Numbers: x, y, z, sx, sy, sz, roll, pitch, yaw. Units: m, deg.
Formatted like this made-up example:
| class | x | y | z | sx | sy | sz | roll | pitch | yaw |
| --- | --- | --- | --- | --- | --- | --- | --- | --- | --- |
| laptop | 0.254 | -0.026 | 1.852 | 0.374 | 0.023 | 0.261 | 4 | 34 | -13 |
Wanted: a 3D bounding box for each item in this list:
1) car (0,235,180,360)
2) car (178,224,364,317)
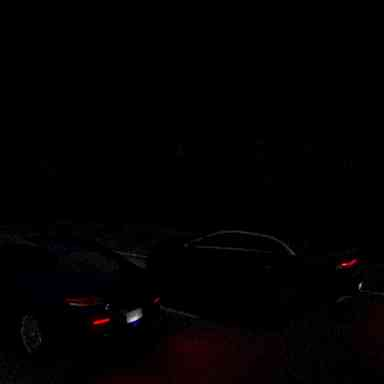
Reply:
| class | x | y | z | sx | sy | sz | roll | pitch | yaw |
| --- | --- | --- | --- | --- | --- | --- | --- | --- | --- |
| car | -2.661 | 1.516 | 5.890 | 4.674 | 1.442 | 1.812 | 0 | 0 | 36 |
| car | 1.115 | 1.485 | 7.495 | 4.902 | 1.511 | 2.128 | 0 | 0 | 35 |
